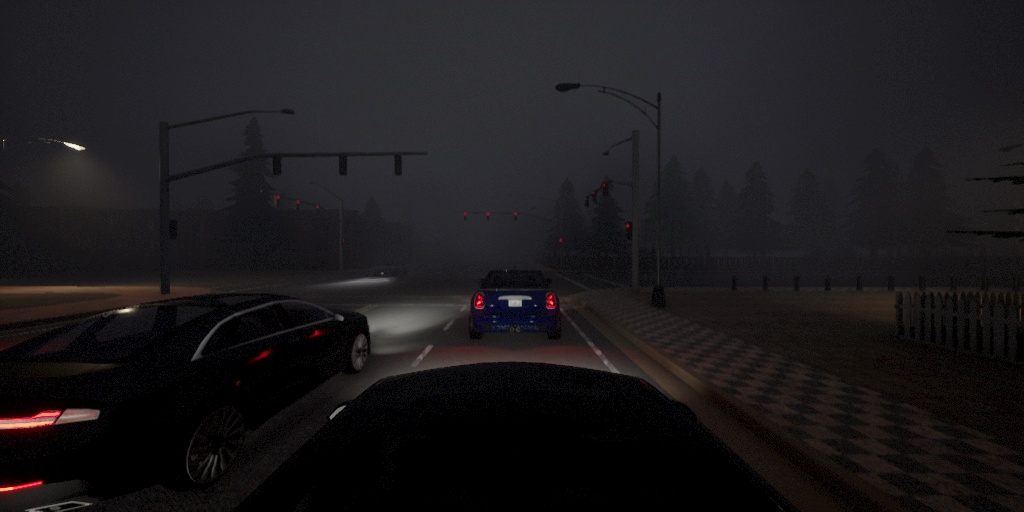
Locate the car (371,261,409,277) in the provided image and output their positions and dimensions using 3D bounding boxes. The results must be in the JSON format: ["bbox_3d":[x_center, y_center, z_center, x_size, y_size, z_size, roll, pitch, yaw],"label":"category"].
[{"bbox_3d":[-10.515,1.101,31.302,1.895,1.301,4.718,0,1,0],"label":"car"}]

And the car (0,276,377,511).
[{"bbox_3d":[-3.444,1.218,4.516,2.128,1.511,4.902,0,0,0],"label":"car"}]

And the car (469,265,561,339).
[{"bbox_3d":[0.076,1.031,9.942,2.097,1.767,4.553,0,0,0],"label":"car"}]
